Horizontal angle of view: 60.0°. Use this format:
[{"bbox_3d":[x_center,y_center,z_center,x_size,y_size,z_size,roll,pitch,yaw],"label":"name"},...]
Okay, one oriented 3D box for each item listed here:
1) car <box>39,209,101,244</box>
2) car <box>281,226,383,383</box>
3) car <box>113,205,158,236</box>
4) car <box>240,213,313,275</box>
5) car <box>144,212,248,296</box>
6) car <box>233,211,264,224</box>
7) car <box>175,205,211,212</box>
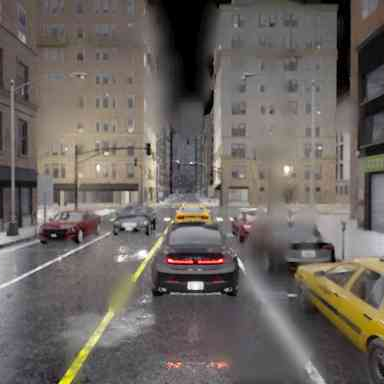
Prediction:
[{"bbox_3d":[-5.659,1.529,15.865,1.887,1.381,4.507,-1,0,0],"label":"car"},{"bbox_3d":[2.872,1.521,4.855,1.752,1.417,4.829,-1,0,0],"label":"car"},{"bbox_3d":[-2.980,1.474,18.201,2.128,1.511,4.902,0,0,0],"label":"car"},{"bbox_3d":[2.879,1.556,10.272,1.947,1.339,4.313,-1,0,0],"label":"car"},{"bbox_3d":[0.077,1.496,8.619,1.837,1.490,4.892,0,0,0],"label":"car"},{"bbox_3d":[2.886,1.566,15.857,1.802,1.307,4.206,-1,0,0],"label":"car"},{"bbox_3d":[0.057,1.458,19.046,1.882,1.535,5.008,0,0,1],"label":"car"}]
